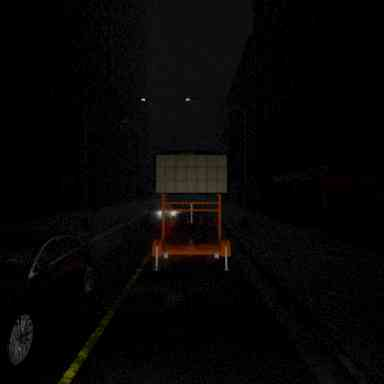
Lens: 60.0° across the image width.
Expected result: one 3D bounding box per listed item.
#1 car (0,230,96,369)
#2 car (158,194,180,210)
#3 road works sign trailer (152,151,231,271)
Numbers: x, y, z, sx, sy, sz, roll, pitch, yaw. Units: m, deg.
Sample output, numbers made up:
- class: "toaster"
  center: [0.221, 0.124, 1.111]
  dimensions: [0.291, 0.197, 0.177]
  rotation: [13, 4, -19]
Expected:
- class: "car"
  center: [-3.106, 1.493, 5.777]
  dimensions: [2.128, 1.511, 4.902]
  rotation: [0, 0, 0]
- class: "car"
  center: [-3.063, 1.253, 42.840]
  dimensions: [2.150, 2.045, 5.566]
  rotation: [0, 0, 0]
- class: "road works sign trailer"
  center: [-0.014, 0.468, 10.914]
  dimensions: [2.380, 3.560, 2.880]
  rotation: [0, 0, 0]
